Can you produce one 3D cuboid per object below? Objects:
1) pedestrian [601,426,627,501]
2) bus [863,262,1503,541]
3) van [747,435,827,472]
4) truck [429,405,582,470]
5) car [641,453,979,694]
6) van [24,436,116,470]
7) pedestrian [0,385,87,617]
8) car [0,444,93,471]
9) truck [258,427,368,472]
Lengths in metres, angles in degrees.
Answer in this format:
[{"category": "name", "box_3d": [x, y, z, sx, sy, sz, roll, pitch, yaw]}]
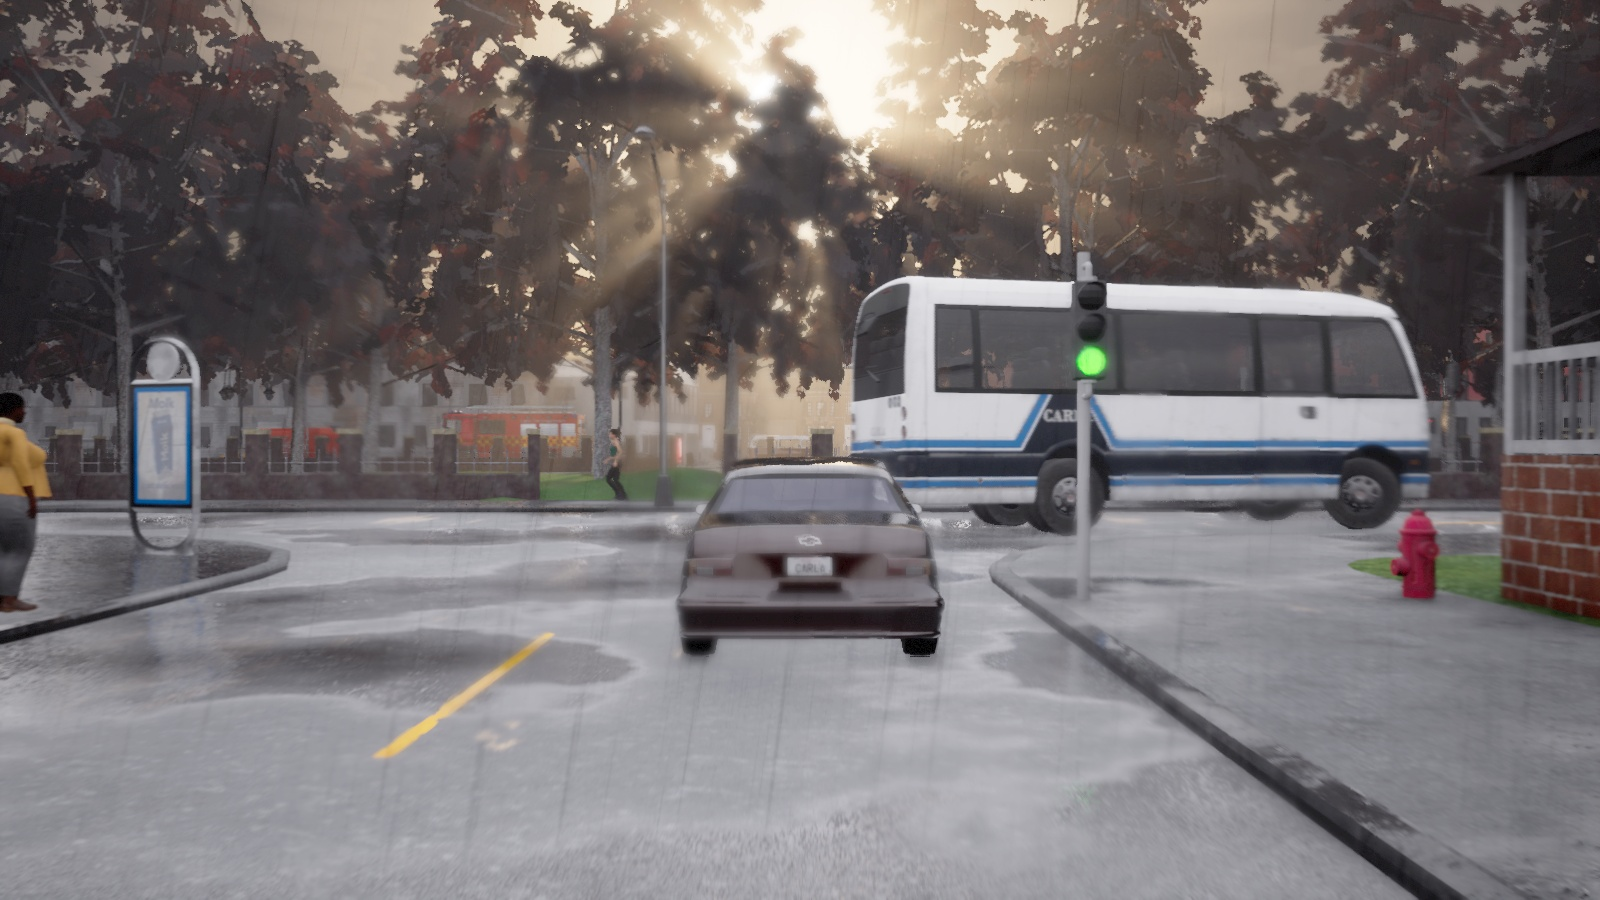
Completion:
[{"category": "pedestrian", "box_3d": [-4.597, 0.329, 31.024, 0.594, 1.836, 0.345, 0, 0, 0]}, {"category": "bus", "box_3d": [6.622, -0.713, 22.273, 10.273, 4.253, 3.944, 0, -1, -14]}, {"category": "van", "box_3d": [-0.713, 0.187, 70.969, 4.480, 2.038, 2.069, 0, 0, 0]}, {"category": "truck", "box_3d": [-17.502, -0.731, 75.040, 8.468, 3.827, 2.891, 0, 0, 0]}, {"category": "car", "box_3d": [0.073, 0.754, 10.244, 2.033, 1.411, 5.357, 0, 0, 0]}, {"category": "van", "box_3d": [-43.651, 0.164, 75.132, 4.442, 1.987, 1.775, 0, 0, 0]}, {"category": "pedestrian", "box_3d": [-6.646, 0.409, 10.476, 0.874, 1.855, 0.900, 0, 0, 32]}, {"category": "car", "box_3d": [-42.987, 0.433, 71.131, 4.892, 1.490, 1.837, 0, 0, 0]}, {"category": "truck", "box_3d": [-27.509, -0.046, 71.076, 5.204, 2.467, 2.627, 0, 0, 0]}]
